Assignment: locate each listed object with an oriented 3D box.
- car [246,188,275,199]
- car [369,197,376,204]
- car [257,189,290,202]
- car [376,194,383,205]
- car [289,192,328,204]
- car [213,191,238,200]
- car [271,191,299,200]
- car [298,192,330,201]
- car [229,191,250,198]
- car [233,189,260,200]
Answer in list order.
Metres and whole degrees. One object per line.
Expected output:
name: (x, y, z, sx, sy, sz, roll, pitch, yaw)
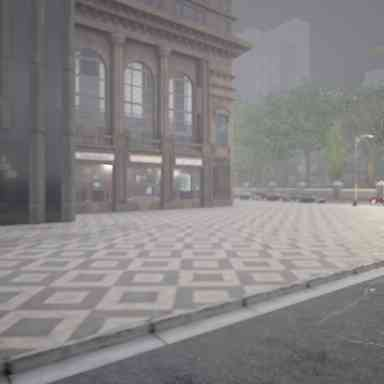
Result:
car: (12.478, 0.288, 60.747, 2.192, 1.841, 5.009, 1, 0, -35)
car: (25.246, 0.857, 42.719, 1.887, 1.381, 4.507, 1, 0, -35)
car: (11.909, 0.729, 46.798, 1.887, 1.381, 4.507, 1, 0, -35)
car: (21.488, 0.984, 33.276, 2.008, 1.369, 4.403, 1, 0, -35)
car: (15.102, 0.834, 42.290, 1.947, 1.339, 4.313, 1, 0, -35)
car: (5.522, 0.594, 55.813, 1.802, 1.307, 4.206, 1, 0, -35)
car: (15.666, 0.626, 56.242, 1.947, 1.339, 4.313, 1, 0, -35)
car: (18.859, 0.711, 51.735, 1.947, 1.339, 4.313, 1, 0, -35)
car: (9.279, 0.467, 65.257, 1.802, 1.307, 4.206, 1, 0, -35)
car: (8.715, 0.650, 51.305, 2.008, 1.369, 4.403, 1, 0, -35)
